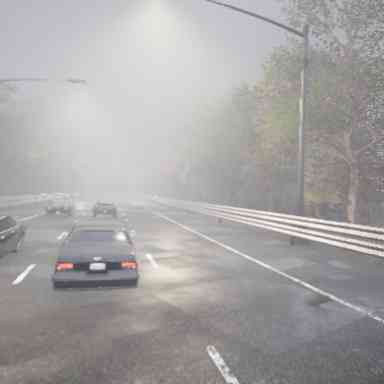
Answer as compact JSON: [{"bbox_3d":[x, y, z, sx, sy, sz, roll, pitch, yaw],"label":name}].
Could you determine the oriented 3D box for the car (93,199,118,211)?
[{"bbox_3d":[-7.358,1.308,28.263,2.128,1.511,4.902,2,0,-14],"label":"car"}]

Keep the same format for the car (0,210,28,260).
[{"bbox_3d":[-6.226,1.156,9.733,1.837,1.490,4.892,17,-2,-14],"label":"car"}]

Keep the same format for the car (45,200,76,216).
[{"bbox_3d":[-10.872,1.295,27.846,1.895,1.301,4.718,2,0,-14],"label":"car"}]

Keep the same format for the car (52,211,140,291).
[{"bbox_3d":[-2.477,1.485,8.936,2.033,1.411,5.357,2,0,-15],"label":"car"}]
